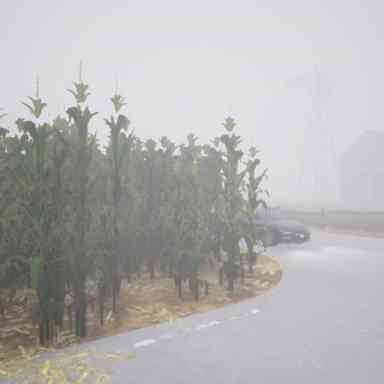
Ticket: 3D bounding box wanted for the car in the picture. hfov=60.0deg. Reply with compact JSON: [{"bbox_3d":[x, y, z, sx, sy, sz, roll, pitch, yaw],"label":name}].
[{"bbox_3d":[3.095,1.503,15.213,1.837,1.490,4.892,0,0,-32],"label":"car"}]
